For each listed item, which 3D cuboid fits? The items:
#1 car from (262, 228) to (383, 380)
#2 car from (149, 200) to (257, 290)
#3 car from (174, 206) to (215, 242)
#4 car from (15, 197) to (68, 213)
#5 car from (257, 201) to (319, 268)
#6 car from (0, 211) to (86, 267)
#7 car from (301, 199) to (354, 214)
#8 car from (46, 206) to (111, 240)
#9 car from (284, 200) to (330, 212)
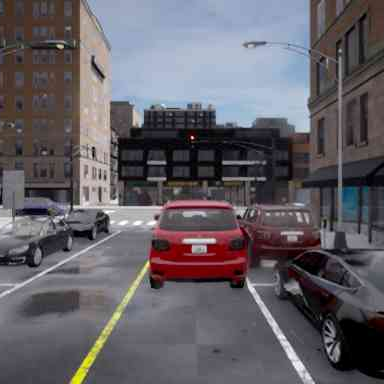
[{"bbox_3d":[2.643,1.562,5.497,1.947,1.339,4.313,0,0,0],"label":"car"},{"bbox_3d":[0.091,1.216,9.247,2.150,2.045,5.566,0,0,-1],"label":"car"},{"bbox_3d":[0.112,1.515,17.080,1.812,1.442,4.674,0,0,0],"label":"car"},{"bbox_3d":[-12.984,1.279,29.041,4.553,1.767,2.097,0,0,1],"label":"car"},{"bbox_3d":[2.651,1.308,11.159,2.192,1.841,5.009,0,0,0],"label":"car"},{"bbox_3d":[-5.374,1.544,11.170,2.008,1.369,4.403,0,0,0],"label":"car"},{"bbox_3d":[14.562,1.565,35.889,4.892,1.490,1.837,0,0,1],"label":"car"},{"bbox_3d":[-5.367,1.556,16.832,1.947,1.339,4.313,0,0,0],"label":"car"},{"bbox_3d":[13.450,1.653,39.142,4.718,1.301,1.895,0,0,0],"label":"car"}]
